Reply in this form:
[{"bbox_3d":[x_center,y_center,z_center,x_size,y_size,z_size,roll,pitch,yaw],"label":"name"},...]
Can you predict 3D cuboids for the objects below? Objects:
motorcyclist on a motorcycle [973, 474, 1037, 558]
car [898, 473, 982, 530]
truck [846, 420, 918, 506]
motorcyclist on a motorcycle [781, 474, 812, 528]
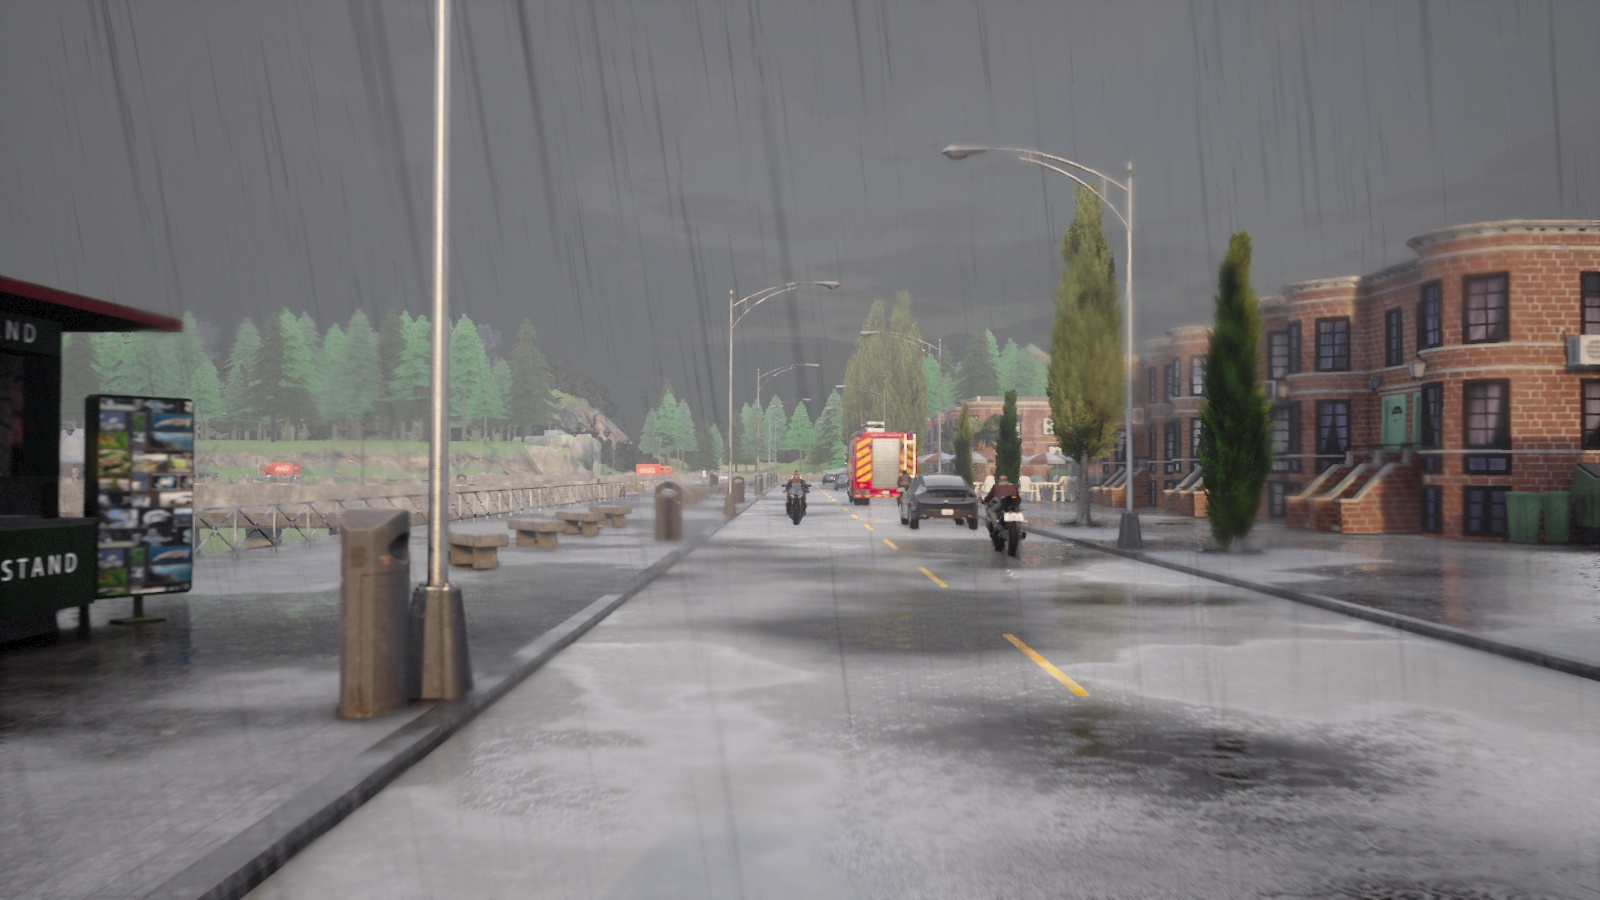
[{"bbox_3d":[3.936,1.241,24.296,0.866,1.530,2.191,0,-1,0],"label":"motorcyclist on a motorcycle"},{"bbox_3d":[3.906,1.403,35.780,1.837,1.490,4.892,0,-1,0],"label":"car"},{"bbox_3d":[3.837,0.653,60.859,2.891,3.827,8.468,0,-1,0],"label":"truck"},{"bbox_3d":[-0.095,1.464,36.676,0.866,1.530,2.191,0,-1,0],"label":"motorcyclist on a motorcycle"}]
